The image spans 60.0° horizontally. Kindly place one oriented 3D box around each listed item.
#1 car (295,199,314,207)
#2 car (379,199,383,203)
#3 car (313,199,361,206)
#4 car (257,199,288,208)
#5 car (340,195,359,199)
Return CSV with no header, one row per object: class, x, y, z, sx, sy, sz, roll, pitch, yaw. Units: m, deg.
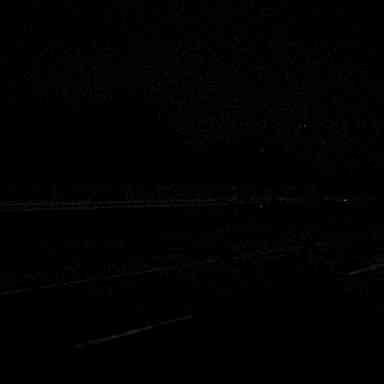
car,14.595,1.562,40.169,4.718,1.301,1.895,0,0,-35
car,31.077,1.482,51.850,4.674,1.442,1.812,0,0,-35
car,13.765,1.569,31.007,4.718,1.301,1.895,0,0,-35
car,9.971,1.529,41.183,4.181,1.385,1.994,0,0,-35
car,23.974,1.303,51.113,4.553,1.767,2.097,0,0,-35
